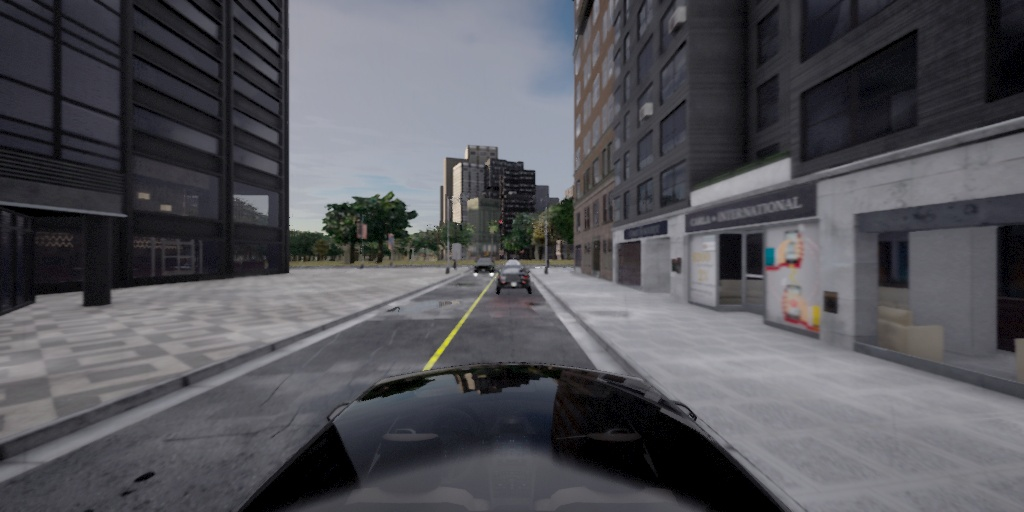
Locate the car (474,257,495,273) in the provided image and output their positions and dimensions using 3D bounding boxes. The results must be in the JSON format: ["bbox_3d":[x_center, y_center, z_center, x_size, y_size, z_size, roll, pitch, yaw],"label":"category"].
[{"bbox_3d":[-3.019,0.935,40.324,2.097,1.767,4.553,0,0,0],"label":"car"}]

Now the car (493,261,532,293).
[{"bbox_3d":[0.095,1.208,19.848,1.812,1.442,4.674,0,0,0],"label":"car"}]
